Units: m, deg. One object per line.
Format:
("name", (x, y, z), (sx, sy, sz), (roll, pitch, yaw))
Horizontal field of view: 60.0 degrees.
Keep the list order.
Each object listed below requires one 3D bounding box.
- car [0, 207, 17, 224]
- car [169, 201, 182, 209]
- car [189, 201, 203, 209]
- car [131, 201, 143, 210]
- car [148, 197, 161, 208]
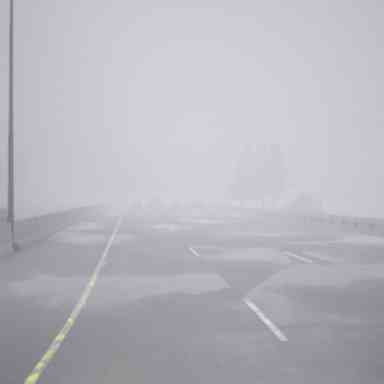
("car", (-14.310, 1.885, 24.116), (1.837, 1.490, 4.892), (0, -1, -10))
("car", (-2.964, 2.298, 60.059), (2.033, 1.411, 5.357), (0, -1, -9))
("car", (0.746, 2.277, 59.209), (2.033, 1.411, 5.357), (0, -1, -9))
("car", (-9.424, 2.272, 56.601), (2.033, 1.411, 5.357), (0, -1, -13))
("car", (-7.136, 2.025, 63.473), (2.150, 2.045, 5.566), (0, -1, -10))
